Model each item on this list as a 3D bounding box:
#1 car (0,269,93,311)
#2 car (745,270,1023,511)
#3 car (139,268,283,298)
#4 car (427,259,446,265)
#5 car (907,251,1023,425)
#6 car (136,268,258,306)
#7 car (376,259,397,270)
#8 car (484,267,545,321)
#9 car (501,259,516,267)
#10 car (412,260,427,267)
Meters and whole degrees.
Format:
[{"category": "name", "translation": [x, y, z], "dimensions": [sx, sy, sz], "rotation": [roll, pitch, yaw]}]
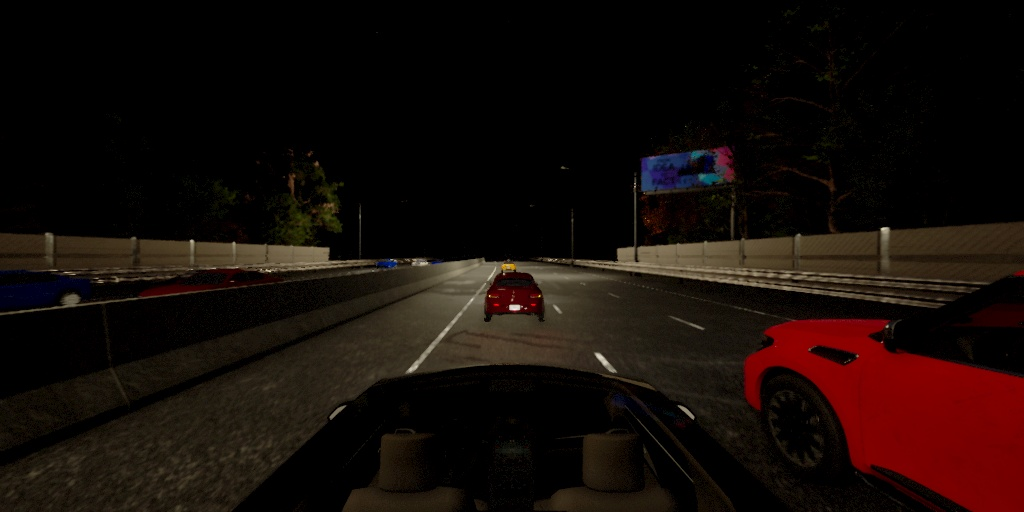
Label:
[{"category": "car", "translation": [-17.642, 1.232, 12.125], "dimensions": [1.882, 1.535, 5.008], "rotation": [0, 0, 0]}, {"category": "car", "translation": [3.597, 0.969, 1.492], "dimensions": [2.150, 2.045, 5.566], "rotation": [0, 0, 0]}, {"category": "car", "translation": [-10.649, 1.230, 13.173], "dimensions": [1.882, 1.535, 5.008], "rotation": [0, 0, 0]}, {"category": "car", "translation": [-11.401, 1.255, 55.788], "dimensions": [1.812, 1.442, 4.674], "rotation": [0, 0, -1]}, {"category": "car", "translation": [7.095, 0.970, 2.681], "dimensions": [2.150, 2.045, 5.566], "rotation": [0, 0, 0]}, {"category": "car", "translation": [-14.175, 1.317, 16.551], "dimensions": [1.994, 1.385, 4.181], "rotation": [0, 0, -1]}, {"category": "car", "translation": [-18.318, 1.212, 52.470], "dimensions": [1.882, 1.535, 5.008], "rotation": [0, 0, -1]}, {"category": "car", "translation": [0.070, 1.275, 12.345], "dimensions": [1.812, 1.442, 4.674], "rotation": [0, 0, 0]}, {"category": "car", "translation": [-0.424, 1.194, 43.980], "dimensions": [1.801, 1.575, 5.366], "rotation": [0, 0, -1]}, {"category": "car", "translation": [-14.986, 1.328, 58.745], "dimensions": [1.895, 1.301, 4.718], "rotation": [0, 0, -1]}]
